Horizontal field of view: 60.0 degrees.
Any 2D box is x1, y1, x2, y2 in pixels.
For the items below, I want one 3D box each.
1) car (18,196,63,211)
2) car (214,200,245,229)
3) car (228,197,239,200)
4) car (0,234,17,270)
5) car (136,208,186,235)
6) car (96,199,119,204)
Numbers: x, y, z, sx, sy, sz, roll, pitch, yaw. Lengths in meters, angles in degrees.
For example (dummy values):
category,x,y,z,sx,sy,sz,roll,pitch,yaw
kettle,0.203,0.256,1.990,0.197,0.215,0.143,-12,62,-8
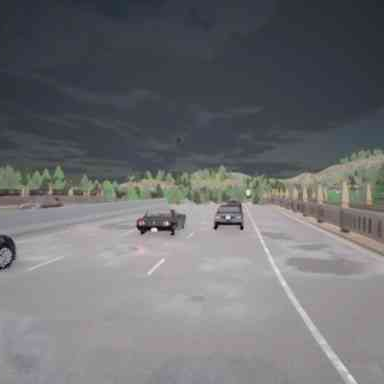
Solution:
category,x,y,z,sx,sy,sz,roll,pitch,yaw
car,-14.037,1.235,31.115,2.097,1.767,4.553,0,0,8
car,2.416,1.517,21.556,2.033,1.411,5.357,0,0,8
car,5.275,1.449,42.044,1.837,1.490,4.892,0,0,8
car,-6.319,1.463,8.029,1.837,1.490,4.892,0,0,5
car,-1.540,1.560,18.453,1.895,1.301,4.718,0,0,8
car,-9.524,1.498,38.015,1.895,1.301,4.718,0,0,8
